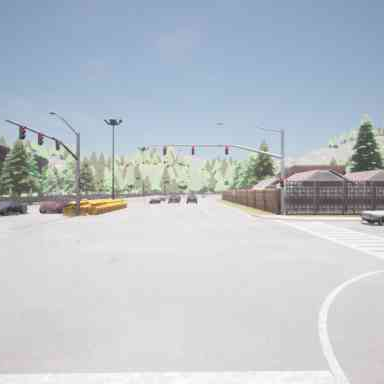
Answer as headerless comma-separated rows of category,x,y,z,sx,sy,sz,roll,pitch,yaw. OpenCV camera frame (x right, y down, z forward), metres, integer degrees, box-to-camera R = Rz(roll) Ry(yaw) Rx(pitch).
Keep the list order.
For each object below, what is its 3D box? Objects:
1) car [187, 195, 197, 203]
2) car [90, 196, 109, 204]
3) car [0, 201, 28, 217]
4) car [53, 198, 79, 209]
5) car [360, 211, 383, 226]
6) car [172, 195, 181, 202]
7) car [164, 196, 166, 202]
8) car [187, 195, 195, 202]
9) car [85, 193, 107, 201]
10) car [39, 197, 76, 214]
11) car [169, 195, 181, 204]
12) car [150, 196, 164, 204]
car,-0.014,1.341,66.101,2.097,1.767,4.553,0,0,0
car,-17.643,1.540,63.883,2.033,1.411,5.357,0,0,1
car,-17.655,1.547,31.708,2.033,1.411,5.357,0,0,0
car,-17.677,1.597,46.980,1.895,1.301,4.718,0,0,0
car,14.078,1.592,22.506,4.718,1.301,1.895,0,0,2
car,-3.637,1.462,79.896,1.882,1.535,5.008,0,0,0
car,-7.134,1.581,77.925,1.895,1.301,4.718,0,0,0
car,-0.137,1.483,79.801,1.837,1.490,4.892,0,0,0
car,-14.180,1.218,49.599,2.150,2.045,5.566,0,0,0
car,-14.159,1.349,34.876,2.097,1.767,4.553,0,0,0
car,-3.507,1.343,65.864,2.097,1.767,4.553,0,0,-1
car,-7.011,1.589,64.501,1.895,1.301,4.718,0,0,0
